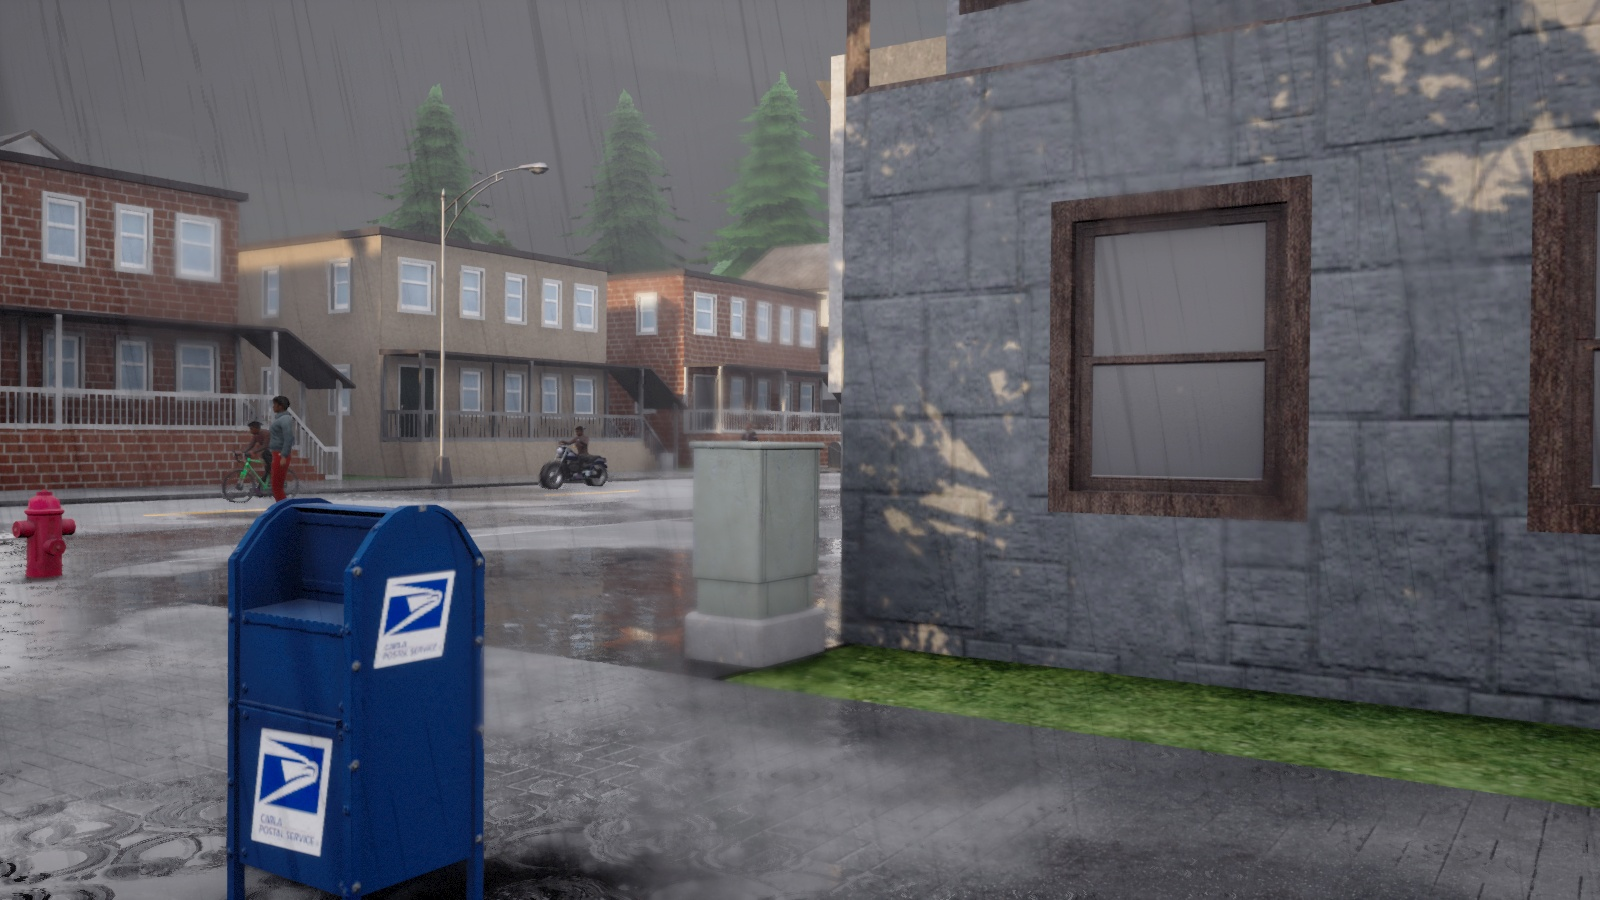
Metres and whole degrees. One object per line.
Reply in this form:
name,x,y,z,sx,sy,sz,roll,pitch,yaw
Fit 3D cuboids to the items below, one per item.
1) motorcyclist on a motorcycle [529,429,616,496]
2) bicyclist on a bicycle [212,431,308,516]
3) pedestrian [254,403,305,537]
motorcyclist on a motorcycle,-5.807,0.295,32.195,0.766,1.649,2.350,0,1,33
bicyclist on a bicycle,-10.654,0.442,24.826,0.582,1.620,1.656,0,1,34
pedestrian,-7.312,0.267,17.629,0.614,1.847,0.353,-1,1,-26
